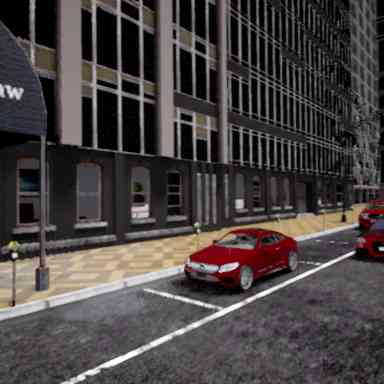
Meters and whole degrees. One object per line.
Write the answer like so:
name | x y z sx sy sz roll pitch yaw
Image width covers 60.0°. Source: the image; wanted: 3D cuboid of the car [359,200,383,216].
car | 12.574 1.464 21.895 2.192 1.841 5.009 -1 -1 41

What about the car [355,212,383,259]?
car | 7.460 1.643 12.147 1.994 1.385 4.181 -2 -1 41

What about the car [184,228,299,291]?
car | 1.604 1.706 9.412 1.802 1.307 4.206 -1 -1 41
